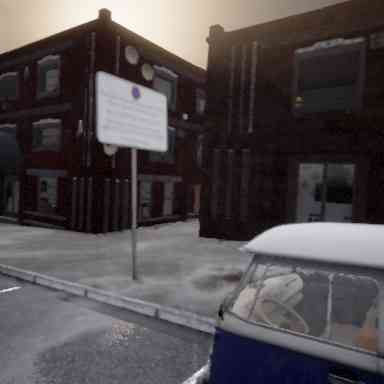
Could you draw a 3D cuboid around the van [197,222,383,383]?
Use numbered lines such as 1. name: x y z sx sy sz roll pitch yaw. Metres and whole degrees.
1. van: 2.067 1.254 2.057 4.442 1.987 1.878 0 0 36
